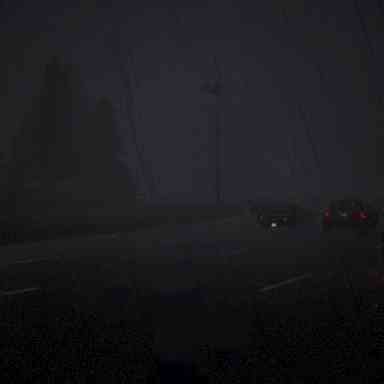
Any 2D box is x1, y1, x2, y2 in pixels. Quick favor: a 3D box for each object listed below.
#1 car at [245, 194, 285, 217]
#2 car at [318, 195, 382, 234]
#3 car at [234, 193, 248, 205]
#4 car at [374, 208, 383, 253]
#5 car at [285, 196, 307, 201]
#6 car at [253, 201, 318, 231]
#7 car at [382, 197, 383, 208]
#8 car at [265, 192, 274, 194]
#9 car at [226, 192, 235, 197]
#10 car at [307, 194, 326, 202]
[{"bbox_3d":[6.199,1.210,27.767,1.882,1.535,5.008,0,0,23],"label":"car"},{"bbox_3d":[8.537,1.123,17.724,2.097,1.767,4.553,-1,0,35],"label":"car"},{"bbox_3d":[7.928,1.144,46.884,1.994,1.385,4.181,-1,0,-9],"label":"car"},{"bbox_3d":[7.692,1.307,10.670,1.882,1.535,5.008,0,1,44],"label":"car"},{"bbox_3d":[12.107,1.132,40.677,1.994,1.385,4.181,-1,0,0],"label":"car"},{"bbox_3d":[5.574,1.400,19.236,1.895,1.301,4.718,0,1,36],"label":"car"},{"bbox_3d":[18.199,1.105,30.668,2.033,1.411,5.357,-1,0,11],"label":"car"},{"bbox_3d":[17.271,0.798,74.387,1.812,1.442,4.674,-1,0,-13],"label":"car"},{"bbox_3d":[11.282,0.648,94.304,1.895,1.301,4.718,-1,0,-13],"label":"car"},{"bbox_3d":[15.596,1.012,40.854,2.128,1.511,4.902,-1,0,0],"label":"car"}]
